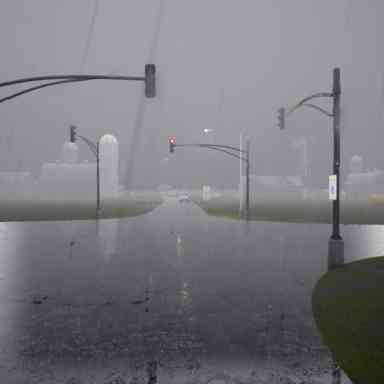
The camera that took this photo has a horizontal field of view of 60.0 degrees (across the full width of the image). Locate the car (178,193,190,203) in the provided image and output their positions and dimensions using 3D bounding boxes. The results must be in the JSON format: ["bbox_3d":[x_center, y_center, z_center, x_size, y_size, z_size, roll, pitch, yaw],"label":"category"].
[{"bbox_3d":[-1.495,1.568,69.872,1.812,1.442,4.674,0,0,-3],"label":"car"}]

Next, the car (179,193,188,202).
[{"bbox_3d":[-2.077,1.207,79.907,2.150,2.045,5.566,0,0,-4],"label":"car"}]
